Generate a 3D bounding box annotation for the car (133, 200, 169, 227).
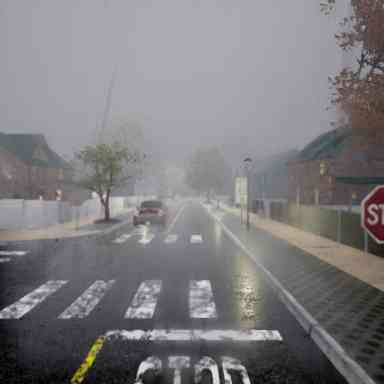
[{"bbox_3d":[-2.729,1.342,22.903,2.097,1.767,4.553,0,0,0],"label":"car"}]
